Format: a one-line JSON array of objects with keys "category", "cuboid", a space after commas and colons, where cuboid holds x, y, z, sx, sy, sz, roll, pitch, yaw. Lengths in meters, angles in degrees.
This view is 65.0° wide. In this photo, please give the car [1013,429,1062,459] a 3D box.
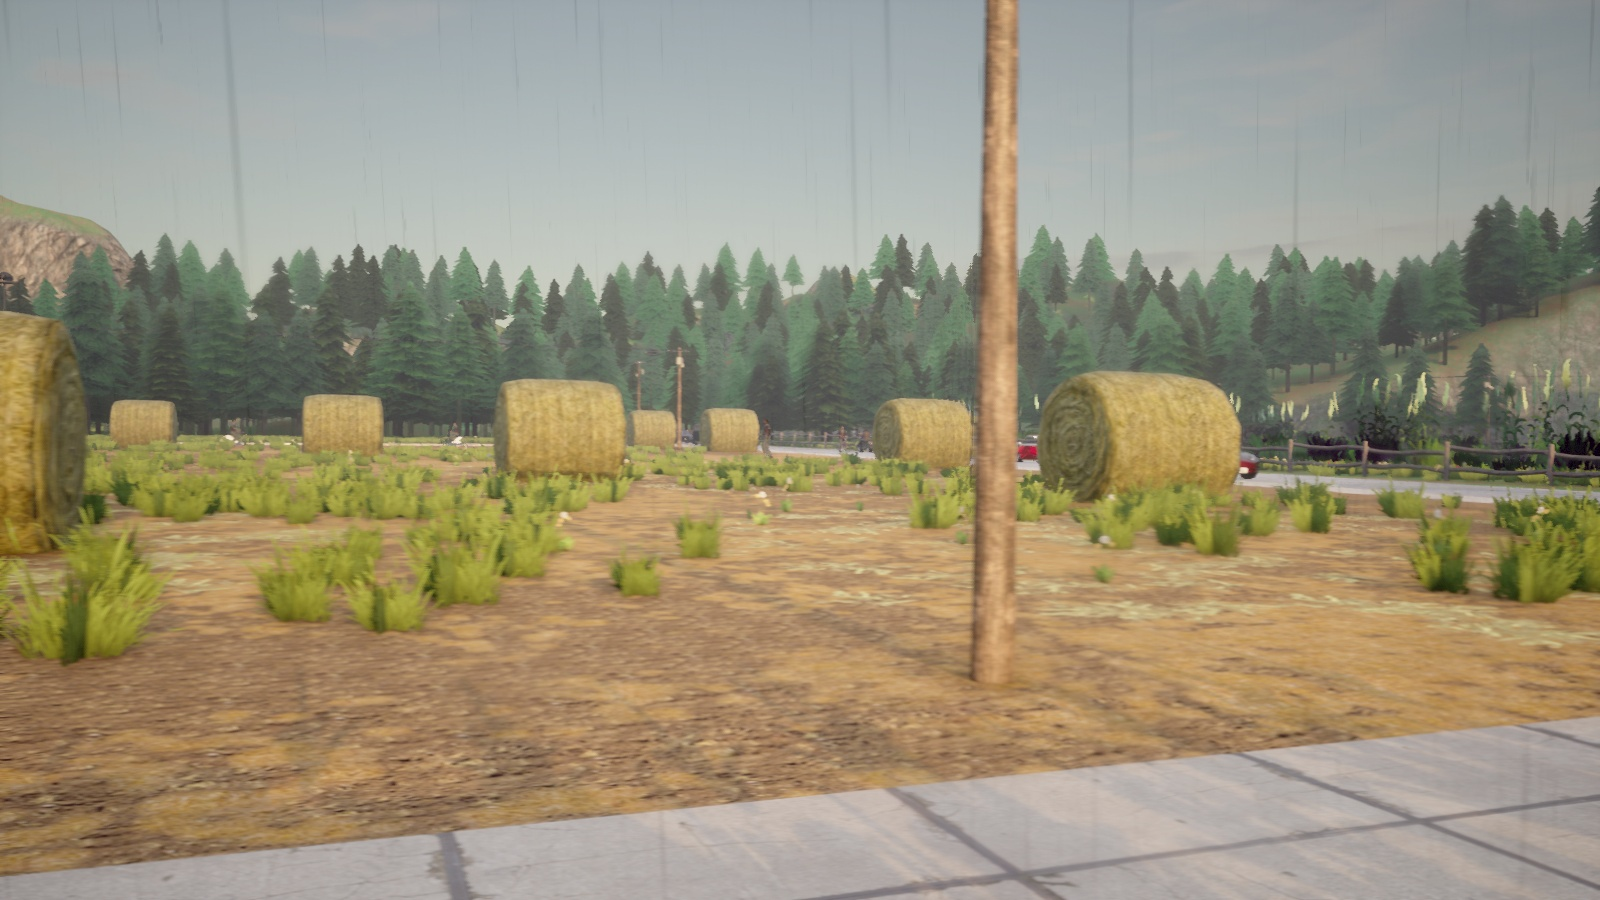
[{"category": "car", "cuboid": [11.537, -0.300, 61.038, 1.481, 1.376, 2.207, -1, 1, -18]}]

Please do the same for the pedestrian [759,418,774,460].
[{"category": "pedestrian", "cuboid": [-1.541, -0.514, 57.834, 0.666, 1.930, 0.402, -1, 1, -9]}]

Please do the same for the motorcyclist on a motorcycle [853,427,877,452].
[{"category": "motorcyclist on a motorcycle", "cuboid": [4.309, -0.692, 83.474, 0.766, 1.649, 2.350, -1, 1, -18]}]

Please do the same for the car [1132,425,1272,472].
[{"category": "car", "cuboid": [13.668, -0.085, 43.000, 2.163, 1.488, 4.792, -1, 1, -18]}]
